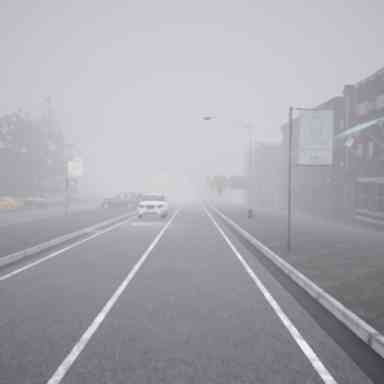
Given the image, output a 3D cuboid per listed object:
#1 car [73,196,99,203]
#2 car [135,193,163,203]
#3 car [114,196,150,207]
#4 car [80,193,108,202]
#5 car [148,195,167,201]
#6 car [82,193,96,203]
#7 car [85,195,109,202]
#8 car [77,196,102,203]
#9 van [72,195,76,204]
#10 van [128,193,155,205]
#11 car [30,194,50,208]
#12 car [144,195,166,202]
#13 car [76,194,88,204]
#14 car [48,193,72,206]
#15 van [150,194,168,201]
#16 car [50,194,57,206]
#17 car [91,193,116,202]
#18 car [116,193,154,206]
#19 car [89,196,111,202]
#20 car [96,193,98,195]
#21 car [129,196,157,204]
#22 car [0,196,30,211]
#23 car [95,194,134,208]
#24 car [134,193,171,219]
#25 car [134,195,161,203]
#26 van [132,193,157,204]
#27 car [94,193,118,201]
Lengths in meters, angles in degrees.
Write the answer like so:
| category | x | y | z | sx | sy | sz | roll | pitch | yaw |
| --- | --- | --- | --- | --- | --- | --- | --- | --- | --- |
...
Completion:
| category | x | y | z | sx | sy | sz | roll | pitch | yaw |
| --- | --- | --- | --- | --- | --- | --- | --- | --- | --- |
| car | -21.915 | 1.506 | 68.787 | 4.792 | 1.488 | 2.163 | 0 | 0 | 0 |
| car | -8.893 | 1.225 | 68.942 | 5.566 | 2.045 | 2.435 | 0 | 0 | 0 |
| car | -8.854 | 1.357 | 49.317 | 4.892 | 1.521 | 2.231 | 0 | 0 | 0 |
| car | -21.924 | 1.263 | 74.358 | 5.566 | 2.045 | 2.435 | 0 | 0 | 0 |
| car | -8.918 | 1.643 | 85.756 | 4.792 | 1.488 | 2.163 | 0 | -1 | 0 |
| car | -21.751 | 1.437 | 63.217 | 5.366 | 1.575 | 1.946 | 0 | 0 | 0 |
| car | -21.951 | 1.537 | 77.142 | 5.008 | 1.535 | 2.097 | 0 | 0 | 0 |
| car | -21.977 | 1.524 | 71.572 | 4.792 | 1.488 | 2.163 | 0 | 0 | 0 |
| van | -22.045 | 1.160 | 54.861 | 4.442 | 1.987 | 1.878 | 0 | 0 | 0 |
| van | -8.735 | 1.177 | 57.728 | 4.442 | 1.987 | 1.878 | 0 | 0 | 0 |
| car | -21.934 | 1.340 | 43.724 | 5.008 | 1.535 | 2.097 | 0 | 0 | 0 |
| car | -8.876 | 1.560 | 80.153 | 5.008 | 1.535 | 2.097 | 0 | -1 | 0 |
| car | -21.931 | 1.462 | 60.431 | 4.674 | 1.452 | 2.002 | 0 | 0 | 0 |
| car | -21.897 | 1.245 | 52.080 | 4.553 | 1.767 | 2.185 | 0 | 0 | 0 |
| van | -8.776 | 1.415 | 88.562 | 4.442 | 1.987 | 1.878 | 0 | -1 | 0 |
| car | -21.930 | 1.388 | 46.511 | 4.674 | 1.452 | 2.002 | 0 | 0 | 0 |
| car | -21.935 | 1.334 | 82.713 | 5.566 | 2.045 | 2.435 | 0 | -1 | 0 |
| car | -8.877 | 1.119 | 52.123 | 5.566 | 2.045 | 2.435 | 0 | 0 | 0 |
| car | -21.957 | 1.599 | 79.803 | 4.674 | 1.452 | 2.002 | 0 | 0 | 0 |
| car | -21.935 | 1.458 | 66.003 | 5.008 | 1.535 | 2.097 | 0 | 0 | 0 |
| car | -8.848 | 1.423 | 60.531 | 4.892 | 1.521 | 2.231 | 0 | 0 | 0 |
| car | -21.927 | 1.337 | 38.155 | 5.008 | 1.535 | 2.097 | 0 | 0 | 0 |
| car | -8.845 | 1.338 | 40.912 | 4.892 | 1.521 | 2.231 | 0 | 0 | 0 |
| car | -3.252 | 1.124 | 28.616 | 2.150 | 2.045 | 5.566 | 0 | 0 | 0 |
| car | -8.855 | 1.458 | 66.137 | 5.008 | 1.535 | 2.097 | 0 | 0 | 0 |
| van | -8.973 | 1.214 | 63.335 | 4.442 | 1.987 | 1.878 | 0 | 0 | 0 |
| car | -21.940 | 1.360 | 85.374 | 5.566 | 2.045 | 2.435 | 0 | -1 | 0 |
